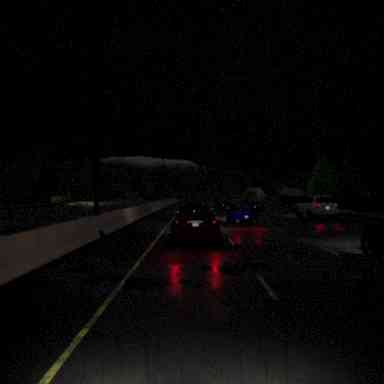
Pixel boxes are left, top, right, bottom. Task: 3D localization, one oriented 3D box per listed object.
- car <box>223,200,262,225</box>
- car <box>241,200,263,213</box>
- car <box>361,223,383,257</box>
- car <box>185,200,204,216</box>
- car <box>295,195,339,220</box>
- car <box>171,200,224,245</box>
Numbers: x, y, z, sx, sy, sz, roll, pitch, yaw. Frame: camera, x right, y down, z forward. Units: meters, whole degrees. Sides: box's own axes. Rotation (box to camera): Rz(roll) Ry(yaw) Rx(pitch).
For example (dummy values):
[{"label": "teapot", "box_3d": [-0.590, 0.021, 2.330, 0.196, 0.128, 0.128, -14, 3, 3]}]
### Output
[{"label": "car", "box_3d": [3.681, 1.545, 24.896, 1.882, 1.535, 5.008, 0, 0, 0]}, {"label": "car", "box_3d": [7.233, 1.702, 40.401, 1.994, 1.385, 4.181, 0, 0, 0]}, {"label": "car", "box_3d": [7.133, 1.362, 10.124, 2.097, 1.767, 4.553, 0, 0, 0]}, {"label": "car", "box_3d": [0.213, 1.612, 34.354, 1.837, 1.490, 4.892, 0, 0, 0]}, {"label": "car", "box_3d": [10.695, 1.311, 28.873, 2.150, 2.045, 5.566, 0, 0, 0]}, {"label": "car", "box_3d": [0.150, 1.379, 15.780, 2.097, 1.767, 4.553, 0, 0, 0]}]
